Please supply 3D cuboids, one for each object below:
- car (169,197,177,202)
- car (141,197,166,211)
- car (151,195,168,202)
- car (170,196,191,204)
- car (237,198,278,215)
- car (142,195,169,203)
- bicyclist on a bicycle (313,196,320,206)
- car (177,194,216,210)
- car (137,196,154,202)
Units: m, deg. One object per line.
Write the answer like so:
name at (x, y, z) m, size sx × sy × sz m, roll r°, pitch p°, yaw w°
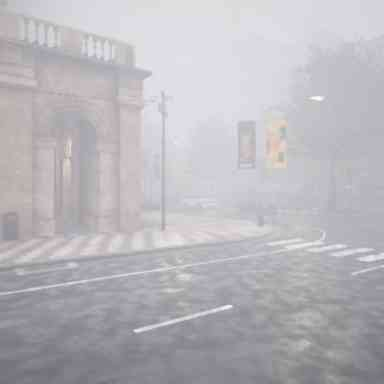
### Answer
car at (-5.230, 1.579, 66.190) m, size 1.812 × 1.442 × 4.674 m, roll 0°, pitch 0°, yaw -35°
car at (-5.525, 1.625, 40.980) m, size 1.895 × 1.301 × 4.718 m, roll 0°, pitch 0°, yaw -35°
car at (-7.404, 1.444, 75.363) m, size 1.994 × 1.385 × 4.181 m, roll 0°, pitch 0°, yaw -35°
car at (-2.367, 1.536, 68.205) m, size 1.882 × 1.535 × 5.008 m, roll 0°, pitch 0°, yaw -35°
car at (6.833, 1.392, 34.971) m, size 2.097 × 1.767 × 4.553 m, roll 0°, pitch 0°, yaw -35°
car at (-6.079, 1.566, 53.350) m, size 1.812 × 1.442 × 4.674 m, roll 0°, pitch 0°, yaw -35°
bicyclist on a bicycle at (19.203, 1.372, 51.249) m, size 1.656 × 1.620 × 0.582 m, roll 0°, pitch 0°, yaw -35°
car at (0.815, 1.262, 43.531) m, size 2.150 × 2.045 × 5.566 m, roll 0°, pitch 0°, yaw -35°
car at (-10.284, 1.481, 73.374) m, size 1.895 × 1.301 × 4.718 m, roll 0°, pitch 0°, yaw -35°
